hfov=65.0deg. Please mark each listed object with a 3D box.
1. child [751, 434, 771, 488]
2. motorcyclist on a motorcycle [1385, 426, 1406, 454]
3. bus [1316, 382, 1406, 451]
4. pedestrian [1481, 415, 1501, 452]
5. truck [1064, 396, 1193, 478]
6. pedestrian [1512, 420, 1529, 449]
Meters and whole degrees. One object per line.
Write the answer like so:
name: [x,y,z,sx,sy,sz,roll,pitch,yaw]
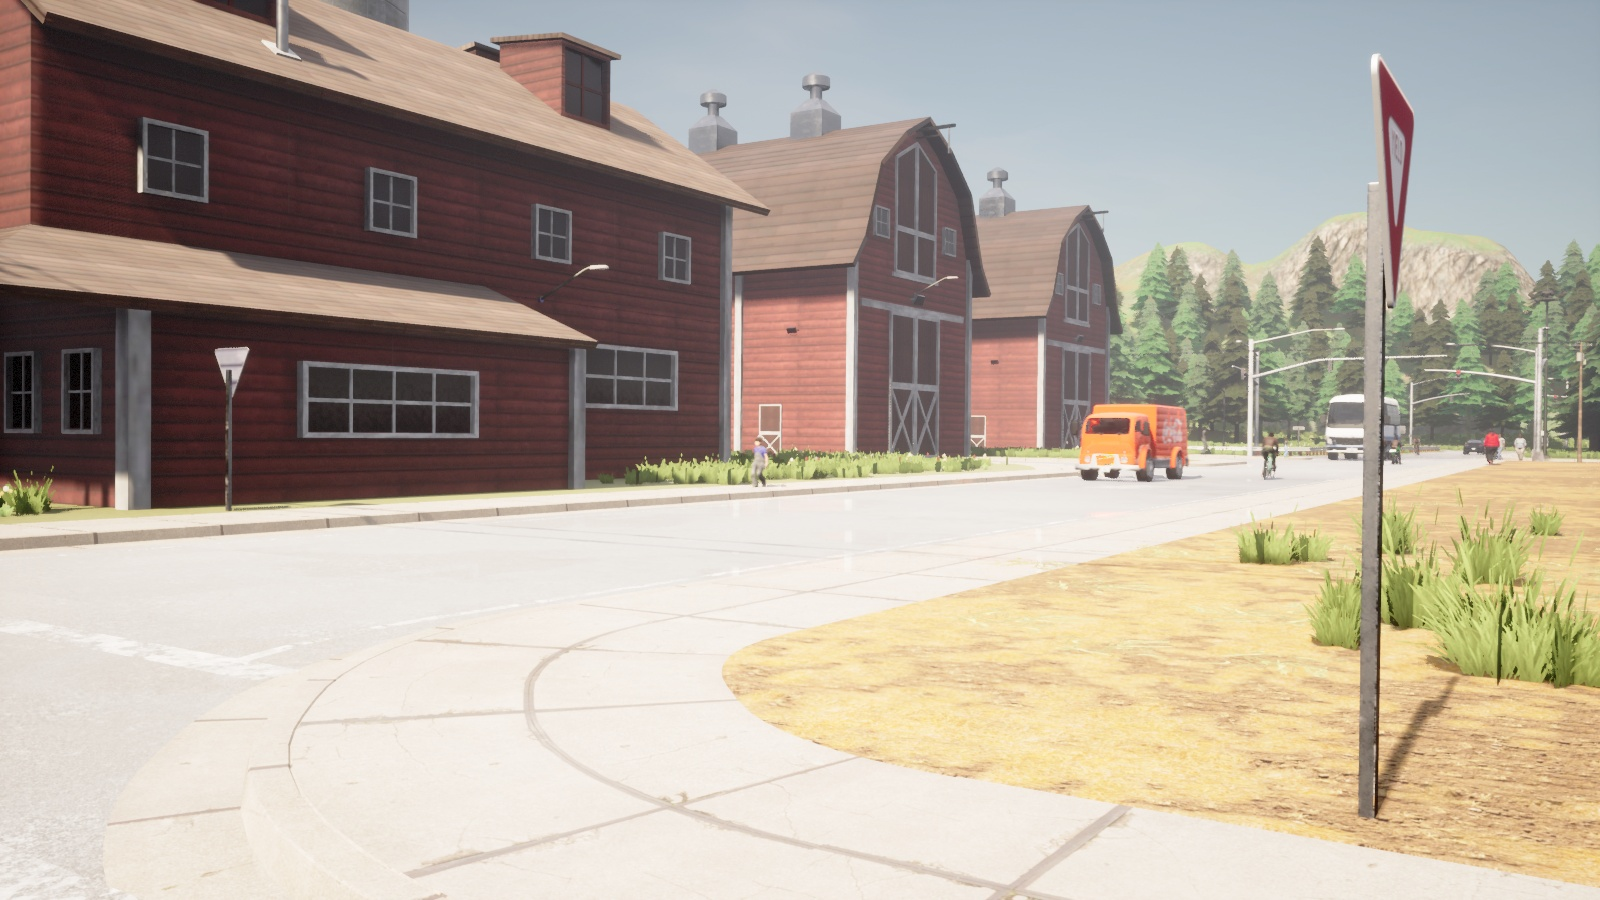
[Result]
child: [-0.924,0.250,29.635,0.270,1.263,0.437,0,1,31]
motorcyclist on a motorcycle: [32.924,-0.564,69.447,0.797,1.523,2.044,0,1,32]
bus: [36.779,-2.123,82.100,3.944,4.253,10.273,0,1,32]
pedestrian: [34.639,-0.808,62.957,0.634,1.844,0.899,0,1,13]
truck: [10.807,-0.441,41.012,2.627,2.467,5.204,0,1,32]
pedestrian: [46.233,-0.993,80.577,0.874,1.855,0.900,0,1,32]
